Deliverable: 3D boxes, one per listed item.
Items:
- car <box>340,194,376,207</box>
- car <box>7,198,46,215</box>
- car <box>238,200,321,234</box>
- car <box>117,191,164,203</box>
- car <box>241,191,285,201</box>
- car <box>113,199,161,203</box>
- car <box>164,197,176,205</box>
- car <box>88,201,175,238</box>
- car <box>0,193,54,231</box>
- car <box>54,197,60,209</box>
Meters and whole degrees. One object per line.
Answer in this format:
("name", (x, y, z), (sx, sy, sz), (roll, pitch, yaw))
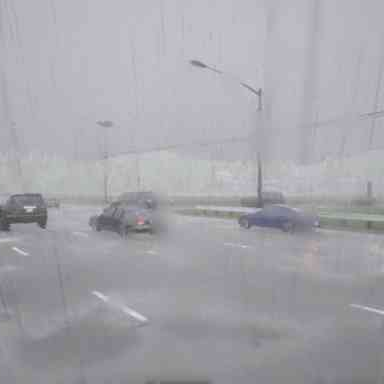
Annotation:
("car", (21.854, 1.066, 43.879), (4.553, 1.767, 2.097), (0, 0, -15))
("car", (-15.697, 1.291, 31.366), (2.033, 1.411, 5.357), (0, 1, -41))
("car", (4.680, 1.399, 18.282), (1.812, 1.442, 4.674), (0, 1, -40))
("car", (-5.210, 0.986, 29.868), (2.150, 2.045, 5.566), (0, -1, -41))
("car", (8.556, 0.941, 40.468), (5.566, 2.045, 2.150), (0, 0, -13))
("car", (-4.554, 1.419, 23.716), (1.895, 1.301, 4.718), (0, 1, -41))
("car", (-4.215, 1.225, 40.041), (4.674, 1.442, 1.812), (0, 0, 8))
("car", (-3.397, 1.417, 16.976), (2.033, 1.411, 5.357), (0, 1, -41))
("car", (-10.347, 1.059, 19.715), (2.150, 2.045, 5.566), (0, 1, -41))
("car", (-16.610, 1.187, 37.816), (2.128, 1.511, 4.902), (0, 1, -41))
